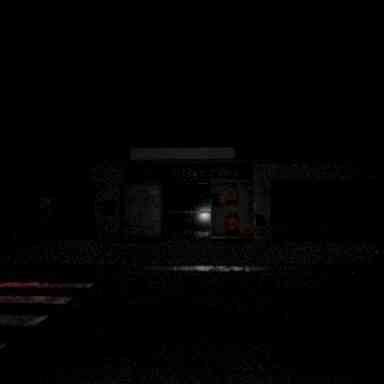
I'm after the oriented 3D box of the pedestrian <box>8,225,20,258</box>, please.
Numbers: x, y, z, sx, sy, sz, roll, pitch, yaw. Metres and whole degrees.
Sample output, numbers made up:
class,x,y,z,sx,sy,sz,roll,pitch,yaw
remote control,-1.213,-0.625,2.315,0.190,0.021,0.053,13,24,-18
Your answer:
class,x,y,z,sx,sy,sz,roll,pitch,yaw
pedestrian,-6.011,1.680,11.286,0.500,1.100,0.500,0,0,4

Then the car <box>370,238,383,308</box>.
class,x,y,z,sx,sy,sz,roll,pitch,yaw
car,5.585,1.149,4.658,5.566,2.045,2.150,-1,-1,4
